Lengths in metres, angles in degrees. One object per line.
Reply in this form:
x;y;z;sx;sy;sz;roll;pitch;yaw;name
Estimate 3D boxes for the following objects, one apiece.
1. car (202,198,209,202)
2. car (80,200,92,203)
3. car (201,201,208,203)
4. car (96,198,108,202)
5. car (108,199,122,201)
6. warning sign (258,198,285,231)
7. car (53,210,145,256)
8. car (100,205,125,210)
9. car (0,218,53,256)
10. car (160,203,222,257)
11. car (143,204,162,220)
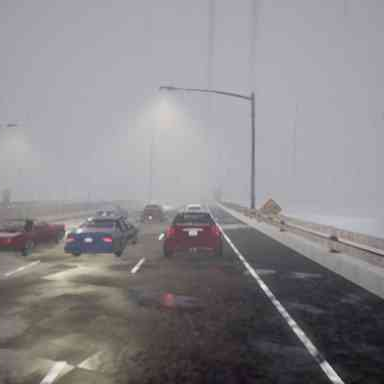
3.017;2.301;79.253;1.801;1.575;5.366;0;-1;3;car
-23.024;2.331;72.497;1.994;1.385;4.181;0;-1;2;car
0.236;1.814;28.908;1.812;1.442;4.674;0;0;1;car
-19.527;2.130;72.370;2.097;1.767;4.553;0;-1;2;car
-16.031;2.295;72.179;1.812;1.442;4.674;0;-1;2;car
4.636;1.307;19.535;1.300;1.860;1.060;-1;-2;1;warning sign
-3.452;1.681;13.652;2.033;1.411;5.357;0;-1;0;car
-6.775;1.834;28.633;2.033;1.411;5.357;0;-1;1;car
-6.950;1.736;13.796;1.895;1.301;4.718;0;-1;1;car
0.051;1.484;13.714;2.097;1.767;4.553;0;-1;1;car
-3.266;1.797;28.885;1.837;1.490;4.892;0;0;1;car
